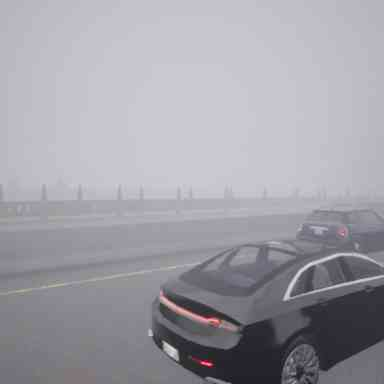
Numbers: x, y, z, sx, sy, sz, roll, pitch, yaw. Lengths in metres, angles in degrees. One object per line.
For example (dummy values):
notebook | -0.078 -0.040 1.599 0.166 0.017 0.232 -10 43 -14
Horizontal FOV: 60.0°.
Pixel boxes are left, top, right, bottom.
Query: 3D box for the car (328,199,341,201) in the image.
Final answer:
car | 15.937 1.473 36.848 5.008 1.535 1.882 0 0 -35

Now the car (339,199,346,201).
car | 14.439 1.500 27.178 4.892 1.490 1.837 0 0 -35

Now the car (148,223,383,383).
car | 1.739 1.491 4.987 4.902 1.511 2.128 0 0 -35

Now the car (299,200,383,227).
car | 5.942 1.350 12.284 4.553 1.767 2.097 0 0 -36
